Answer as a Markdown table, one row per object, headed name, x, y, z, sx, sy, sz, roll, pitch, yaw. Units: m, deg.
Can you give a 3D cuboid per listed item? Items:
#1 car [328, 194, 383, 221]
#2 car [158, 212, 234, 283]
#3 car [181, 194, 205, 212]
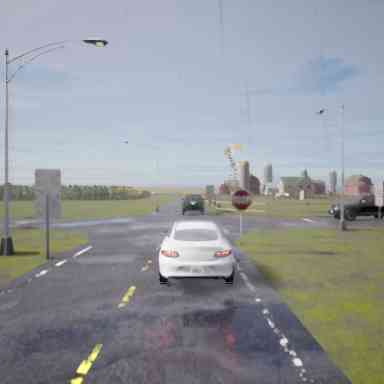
| name | x | y | z | sx | sy | sz | roll | pitch | yaw |
| --- | --- | --- | --- | --- | --- | --- | --- | --- | --- |
| car | 13.669 | 1.171 | 26.106 | 5.566 | 2.045 | 2.150 | 0 | 1 | -2 |
| car | 0.103 | 1.517 | 9.479 | 1.812 | 1.442 | 4.674 | 0 | 0 | 0 |
| car | 0.108 | 1.194 | 34.067 | 2.150 | 2.045 | 5.566 | 0 | 0 | 0 |
